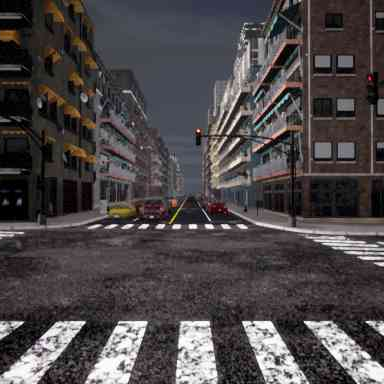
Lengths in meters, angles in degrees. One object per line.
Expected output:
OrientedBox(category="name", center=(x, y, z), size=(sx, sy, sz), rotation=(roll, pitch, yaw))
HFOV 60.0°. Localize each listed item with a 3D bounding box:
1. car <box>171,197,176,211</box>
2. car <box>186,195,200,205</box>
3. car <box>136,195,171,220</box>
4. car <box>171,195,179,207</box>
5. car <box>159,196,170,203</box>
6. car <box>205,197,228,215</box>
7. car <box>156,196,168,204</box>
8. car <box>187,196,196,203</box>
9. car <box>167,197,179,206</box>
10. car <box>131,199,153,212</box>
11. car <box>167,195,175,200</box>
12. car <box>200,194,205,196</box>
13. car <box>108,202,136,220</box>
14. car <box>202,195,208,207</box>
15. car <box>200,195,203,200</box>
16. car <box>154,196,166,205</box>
OrientedBox(category="car", center=(-3.214, 1.554, 37.540), size=(2.033, 1.411, 5.357), rotation=(0, 0, 0))
OrientedBox(category="car", center=(-0.081, 1.490, 59.555), size=(1.882, 1.535, 5.008), rotation=(0, 0, 0))
OrientedBox(category="car", center=(-3.158, 1.356, 28.049), size=(2.097, 1.767, 4.553), rotation=(0, 0, -1))
OrientedBox(category="car", center=(-3.233, 1.361, 47.330), size=(2.097, 1.767, 4.553), rotation=(0, 0, 0))
OrientedBox(category="car", center=(-5.900, 1.562, 72.154), size=(1.887, 1.381, 4.507), rotation=(1, 0, 0))
OrientedBox(category="car", center=(2.597, 1.550, 33.500), size=(1.887, 1.381, 4.507), rotation=(1, 0, 0))
OrientedBox(category="car", center=(-5.883, 1.566, 66.630), size=(2.008, 1.369, 4.403), rotation=(1, 0, 0))
OrientedBox(category="car", center=(-0.109, 1.524, 69.824), size=(1.837, 1.490, 4.892), rotation=(0, 0, 0))
OrientedBox(category="car", center=(-3.233, 1.613, 57.189), size=(1.895, 1.301, 4.718), rotation=(0, 0, 0))
OrientedBox(category="car", center=(-5.800, 1.551, 39.013), size=(1.887, 1.381, 4.507), rotation=(1, 0, 0))
OrientedBox(category="car", center=(-5.966, 1.579, 94.247), size=(2.008, 1.369, 4.403), rotation=(1, 0, 0))
OrientedBox(category="car", center=(2.755, 1.373, 81.814), size=(2.097, 1.767, 4.553), rotation=(0, 0, 0))
OrientedBox(category="car", center=(-5.766, 1.530, 27.796), size=(1.752, 1.417, 4.829), rotation=(1, 0, 0))
OrientedBox(category="car", center=(2.582, 1.447, 39.024), size=(1.967, 1.590, 4.097), rotation=(1, 0, 0))
OrientedBox(category="car", center=(2.547, 1.591, 50.071), size=(1.802, 1.307, 4.206), rotation=(1, 0, 0))
OrientedBox(category="car", center=(-5.866, 1.539, 60.937), size=(1.752, 1.417, 4.829), rotation=(1, 0, 0))
